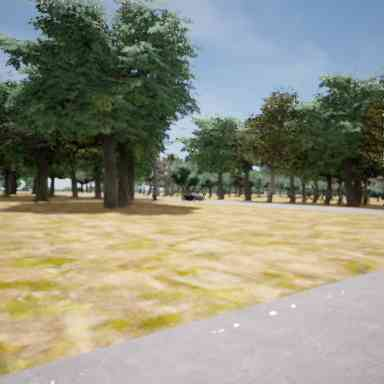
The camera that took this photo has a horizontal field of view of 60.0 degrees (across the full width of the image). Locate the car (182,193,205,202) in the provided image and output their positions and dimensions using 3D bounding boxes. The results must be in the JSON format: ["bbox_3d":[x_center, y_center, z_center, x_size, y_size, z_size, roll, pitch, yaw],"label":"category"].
[{"bbox_3d":[0.188,0.868,58.074,1.882,1.535,5.008,0,1,-36],"label":"car"}]
